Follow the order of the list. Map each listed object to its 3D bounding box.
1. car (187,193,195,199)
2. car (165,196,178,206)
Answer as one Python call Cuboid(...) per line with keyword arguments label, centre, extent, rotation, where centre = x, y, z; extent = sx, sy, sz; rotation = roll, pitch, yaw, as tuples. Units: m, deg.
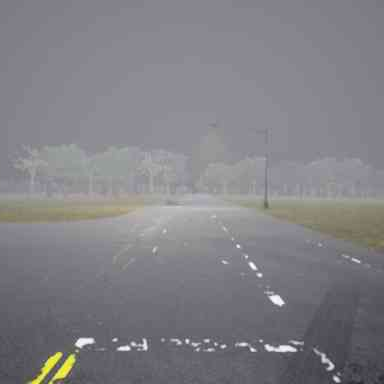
Cuboid(label="car", centre=(-0.400, 1.137, 95.040), extent=(2.128, 1.511, 4.902), rotation=(0, 0, 8))
Cuboid(label="car", centre=(-3.059, 1.335, 50.385), extent=(1.837, 1.490, 4.892), rotation=(0, 0, 0))
